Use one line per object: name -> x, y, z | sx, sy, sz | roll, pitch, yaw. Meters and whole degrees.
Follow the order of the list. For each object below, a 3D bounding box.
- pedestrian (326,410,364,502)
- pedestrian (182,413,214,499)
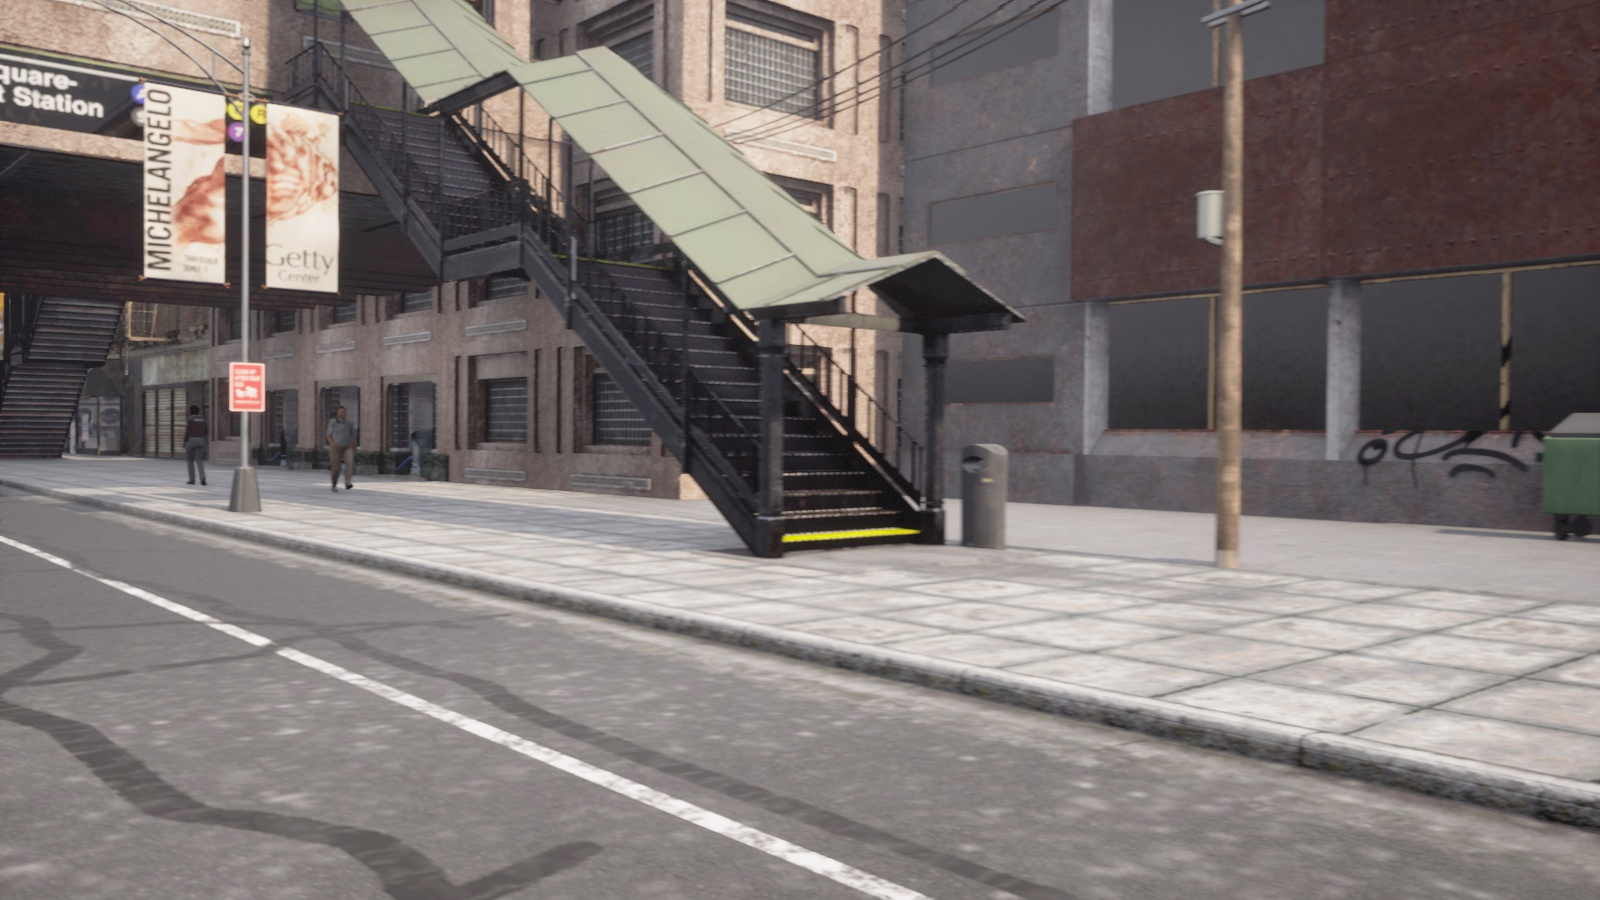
pedestrian -> -9.281, 0.123, 25.630 | 0.540, 1.848, 0.694 | -1, 1, -35
pedestrian -> -13.706, 0.123, 28.581 | 0.666, 1.930, 0.402 | 0, 1, 42
